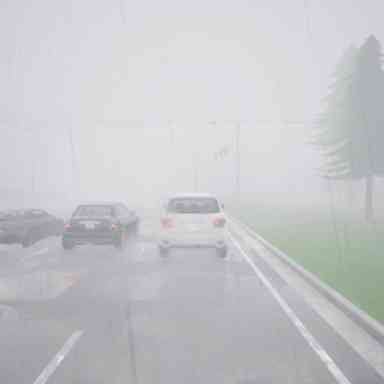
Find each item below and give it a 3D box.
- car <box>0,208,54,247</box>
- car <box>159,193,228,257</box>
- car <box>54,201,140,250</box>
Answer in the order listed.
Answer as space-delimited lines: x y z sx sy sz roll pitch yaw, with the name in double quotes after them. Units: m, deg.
-6.939 1.352 13.858 1.994 1.385 4.181 0 1 0 "car"
0.053 1.033 12.292 2.150 2.045 5.566 0 1 0 "car"
-3.442 1.148 13.372 2.097 1.767 4.553 0 1 0 "car"
